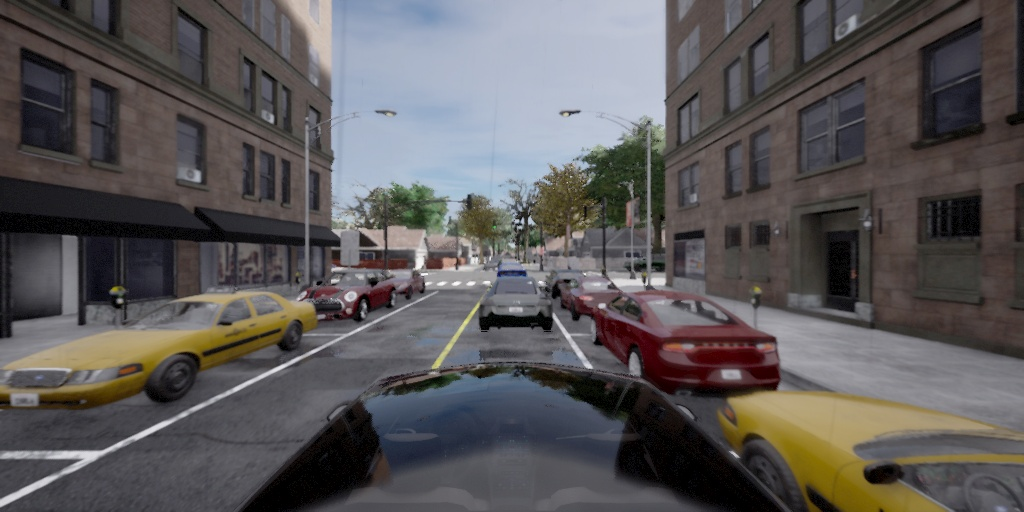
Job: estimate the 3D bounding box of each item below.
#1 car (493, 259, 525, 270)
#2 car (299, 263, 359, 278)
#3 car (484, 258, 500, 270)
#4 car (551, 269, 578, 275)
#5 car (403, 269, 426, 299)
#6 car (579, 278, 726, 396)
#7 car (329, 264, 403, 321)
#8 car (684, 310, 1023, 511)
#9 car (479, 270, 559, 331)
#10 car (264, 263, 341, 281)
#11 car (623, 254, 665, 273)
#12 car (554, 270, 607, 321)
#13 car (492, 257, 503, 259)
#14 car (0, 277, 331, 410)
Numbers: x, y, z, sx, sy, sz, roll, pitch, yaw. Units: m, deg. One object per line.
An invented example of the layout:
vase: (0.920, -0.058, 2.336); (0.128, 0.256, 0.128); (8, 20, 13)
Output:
car: (-0.104, 1.190, 23.620); (1.882, 1.535, 5.008); (0, 0, -3)
car: (-17.190, 1.390, 33.874); (4.718, 1.301, 1.895); (0, 0, -3)
car: (-3.074, 1.283, 52.157); (1.895, 1.301, 4.718); (0, 0, 0)
car: (2.641, 1.288, 17.582); (1.948, 1.339, 4.313); (0, 0, 0)
car: (-5.384, 1.304, 17.583); (1.802, 1.307, 4.207); (0, 0, 0)
car: (2.638, 1.286, 6.546); (1.888, 1.381, 4.507); (0, 0, 0)
car: (-5.385, 1.171, 12.064); (1.967, 1.591, 4.097); (0, 0, 0)
car: (2.637, 1.277, 1.197); (1.751, 1.417, 4.829); (0, 0, 0)
car: (0.102, 1.298, 10.913); (1.994, 1.385, 4.181); (0, 0, 0)
car: (-17.800, 1.348, 30.623); (5.357, 1.411, 2.033); (0, 0, 0)
car: (15.492, 0.802, 40.551); (5.566, 2.045, 2.150); (0, 0, 0)
car: (2.640, 1.314, 12.064); (1.802, 1.307, 4.207); (0, 0, 0)
car: (-3.027, 1.239, 62.202); (1.994, 1.385, 4.181); (0, 0, 0)
car: (-5.387, 1.267, 6.375); (1.751, 1.417, 4.829); (0, 0, 0)
